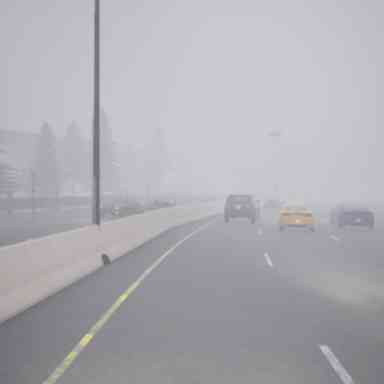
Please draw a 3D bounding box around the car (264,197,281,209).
[{"bbox_3d":[10.387,1.407,41.777,1.837,1.490,4.892,0,1,27],"label":"car"}]

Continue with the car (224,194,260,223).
[{"bbox_3d":[3.827,1.148,24.932,2.150,2.045,5.566,0,0,16],"label":"car"}]

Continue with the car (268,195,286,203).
[{"bbox_3d":[16.503,1.364,64.539,1.812,1.442,4.674,0,0,36],"label":"car"}]

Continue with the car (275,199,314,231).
[{"bbox_3d":[6.302,1.435,20.487,1.882,1.535,5.008,0,0,13],"label":"car"}]

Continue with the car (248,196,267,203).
[{"bbox_3d":[12.885,1.431,65.522,1.895,1.301,4.718,0,0,36],"label":"car"}]

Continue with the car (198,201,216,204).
[{"bbox_3d":[2.425,1.293,56.428,2.128,1.511,4.902,0,0,32],"label":"car"}]

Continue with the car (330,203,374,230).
[{"bbox_3d":[10.130,1.453,21.365,1.882,1.535,5.008,0,0,14],"label":"car"}]

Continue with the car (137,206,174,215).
[{"bbox_3d":[-2.910,1.373,27.357,2.128,1.511,4.902,0,0,17],"label":"car"}]
